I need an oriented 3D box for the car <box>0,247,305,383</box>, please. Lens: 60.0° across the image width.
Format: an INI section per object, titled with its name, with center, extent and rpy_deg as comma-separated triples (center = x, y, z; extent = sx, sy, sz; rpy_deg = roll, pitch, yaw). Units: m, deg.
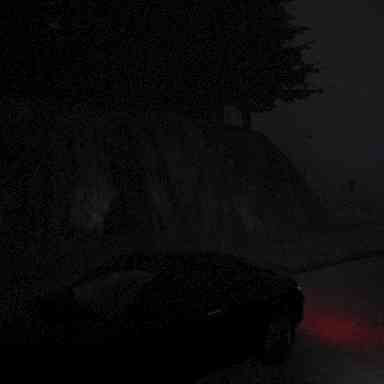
[car]
center = -0.469, 1.515, 4.253
extent = 4.674, 1.442, 1.812
rpy_deg = 0, 0, -36
